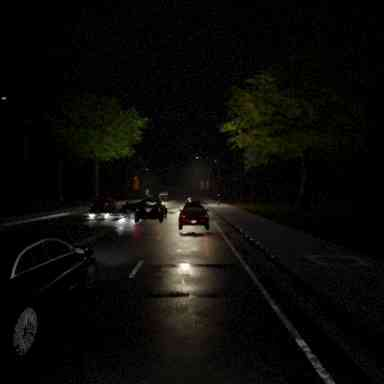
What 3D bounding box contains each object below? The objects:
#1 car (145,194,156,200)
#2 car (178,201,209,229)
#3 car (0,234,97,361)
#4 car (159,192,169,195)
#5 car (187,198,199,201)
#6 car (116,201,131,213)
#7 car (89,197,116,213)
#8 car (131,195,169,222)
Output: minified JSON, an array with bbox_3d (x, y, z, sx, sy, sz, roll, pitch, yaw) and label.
[{"bbox_3d":[-9.722,1.231,77.831,1.994,1.385,4.181,0,0,0],"label":"car"},{"bbox_3d":[0.107,1.527,21.398,1.812,1.442,4.674,0,0,0],"label":"car"},{"bbox_3d":[-3.148,1.491,5.899,2.128,1.511,4.902,0,0,0],"label":"car"},{"bbox_3d":[-6.472,0.904,77.799,2.150,2.045,5.566,0,0,0],"label":"car"},{"bbox_3d":[0.117,1.493,42.085,2.128,1.511,4.902,0,0,0],"label":"car"},{"bbox_3d":[-6.583,1.603,36.274,1.895,1.301,4.718,0,0,0],"label":"car"},{"bbox_3d":[-9.830,1.354,36.861,2.097,1.767,4.553,0,0,0],"label":"car"},{"bbox_3d":[-3.141,1.353,26.136,2.097,1.767,4.553,0,0,0],"label":"car"}]
